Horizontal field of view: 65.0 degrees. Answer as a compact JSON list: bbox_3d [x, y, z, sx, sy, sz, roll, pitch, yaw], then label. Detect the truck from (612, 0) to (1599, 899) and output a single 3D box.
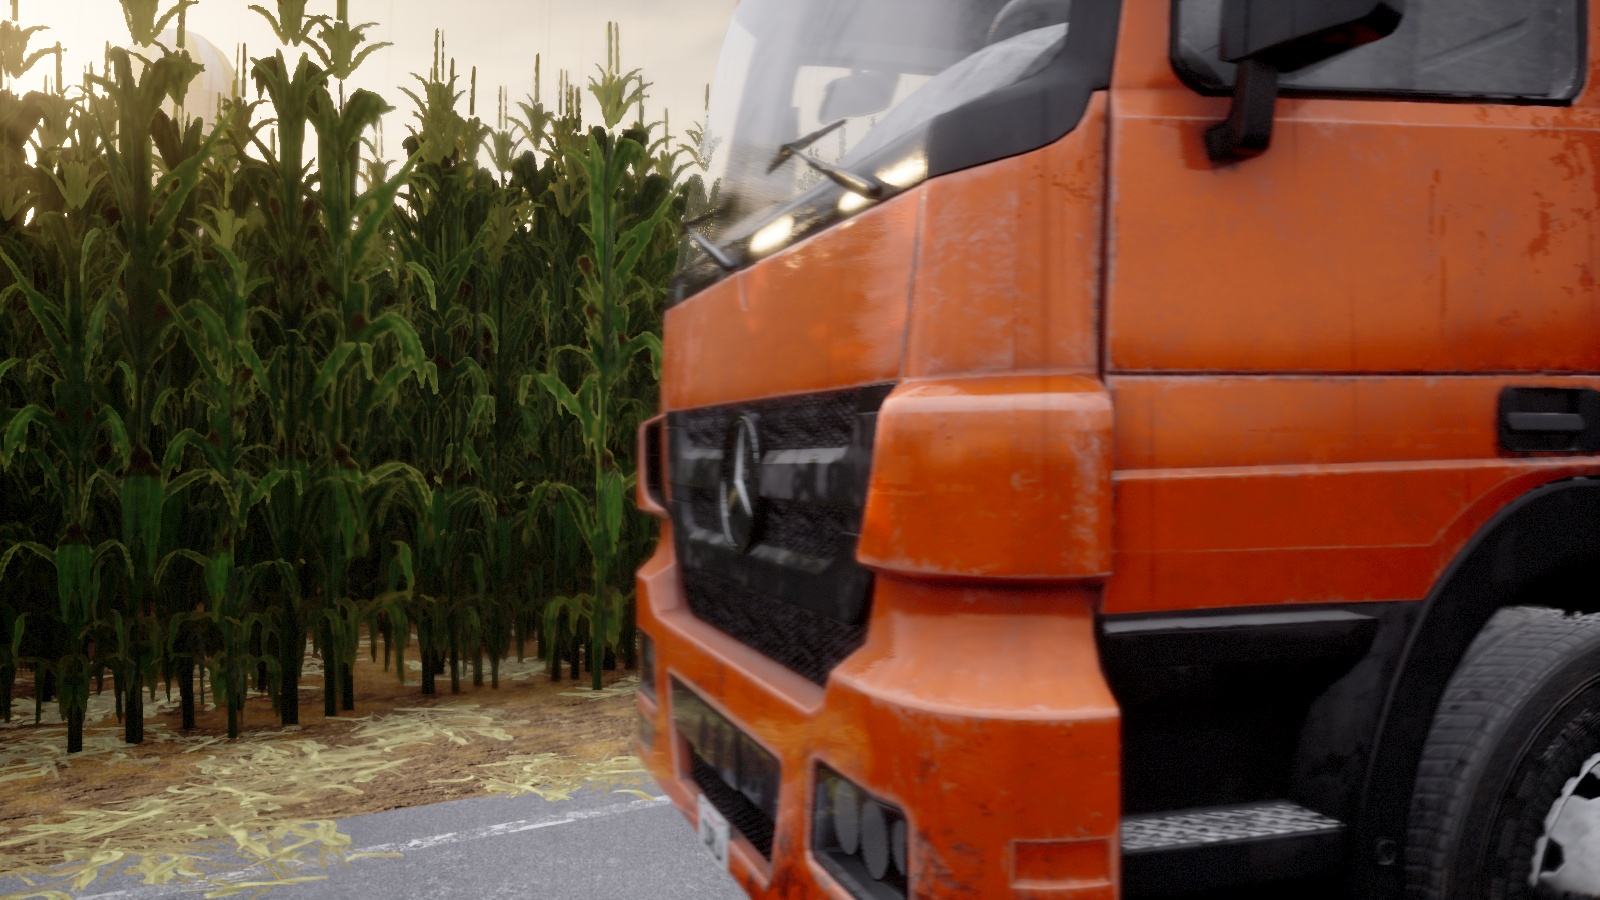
[{"bbox_3d":[3.509,-0.233,4.623,7.936,3.462,2.891,0,0,-18],"label":"truck"}]
